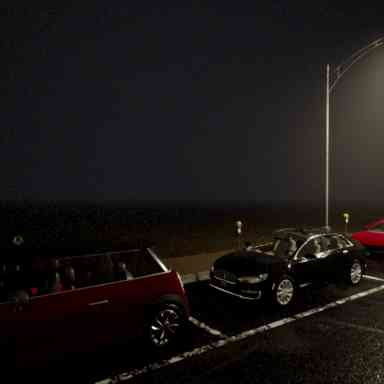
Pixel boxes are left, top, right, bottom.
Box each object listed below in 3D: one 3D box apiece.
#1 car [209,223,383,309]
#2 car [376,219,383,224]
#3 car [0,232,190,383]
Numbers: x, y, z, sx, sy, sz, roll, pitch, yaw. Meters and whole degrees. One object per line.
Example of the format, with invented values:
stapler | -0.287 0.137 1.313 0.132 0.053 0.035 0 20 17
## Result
car | 2.395 1.552 7.797 4.403 1.369 2.008 0 1 -35
car | 6.902 1.547 11.012 4.507 1.381 1.887 0 1 -35
car | -2.111 1.440 4.581 4.097 1.590 1.967 0 1 -35
